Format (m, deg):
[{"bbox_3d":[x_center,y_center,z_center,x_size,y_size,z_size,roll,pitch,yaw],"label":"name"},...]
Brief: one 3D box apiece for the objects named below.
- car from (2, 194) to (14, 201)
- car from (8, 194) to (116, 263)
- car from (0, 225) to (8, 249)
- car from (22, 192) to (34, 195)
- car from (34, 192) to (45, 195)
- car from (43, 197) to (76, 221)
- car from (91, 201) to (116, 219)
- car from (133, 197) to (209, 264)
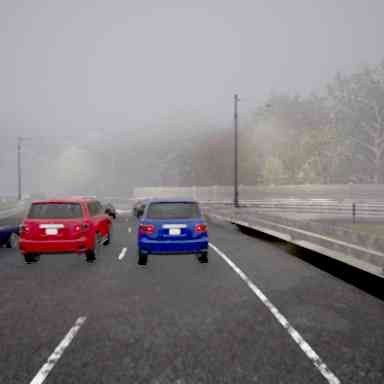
[{"bbox_3d":[-44.154,1.289,79.977,5.008,1.535,1.882,0,0,39],"label":"car"},{"bbox_3d":[-4.304,1.207,12.151,2.150,2.045,5.566,0,0,-6],"label":"car"},{"bbox_3d":[-7.748,1.599,11.509,1.895,1.301,4.718,0,0,-6],"label":"car"},{"bbox_3d":[-41.879,1.320,82.637,4.674,1.442,1.812,0,0,39],"label":"car"},{"bbox_3d":[-39.628,1.005,85.315,5.566,2.045,2.150,0,0,39],"label":"car"},{"bbox_3d":[-11.059,1.320,28.000,2.097,1.767,4.553,0,0,-16],"label":"car"},{"bbox_3d":[-7.802,1.517,29.315,1.994,1.385,4.181,0,0,-16],"label":"car"},{"bbox_3d":[-0.773,1.194,11.963,2.150,2.045,5.566,0,0,-6],"label":"car"}]
